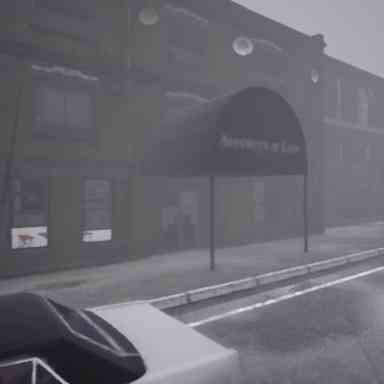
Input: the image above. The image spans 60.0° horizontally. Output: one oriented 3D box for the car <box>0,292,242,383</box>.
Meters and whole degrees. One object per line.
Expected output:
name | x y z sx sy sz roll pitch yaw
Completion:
car | -1.973 1.603 2.280 4.718 1.301 1.895 -1 0 -36
